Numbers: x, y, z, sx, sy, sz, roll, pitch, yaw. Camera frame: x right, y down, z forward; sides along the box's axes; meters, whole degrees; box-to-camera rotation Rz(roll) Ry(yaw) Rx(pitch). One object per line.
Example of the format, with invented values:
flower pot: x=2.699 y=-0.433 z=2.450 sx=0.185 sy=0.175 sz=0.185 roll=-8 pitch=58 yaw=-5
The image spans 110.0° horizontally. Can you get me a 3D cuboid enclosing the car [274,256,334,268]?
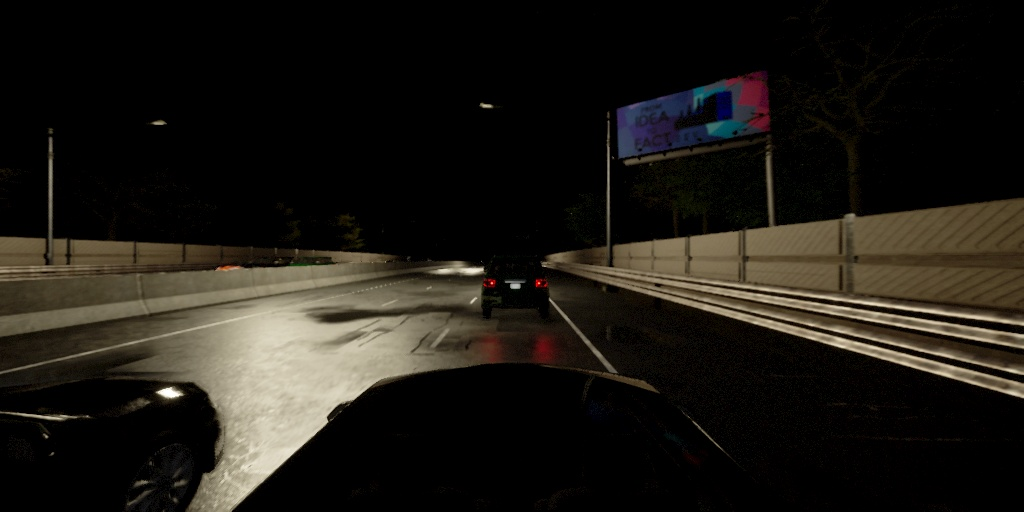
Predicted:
car: x=-17.592 y=1.022 z=31.257 sx=2.150 sy=2.045 sz=5.566 roll=0 pitch=0 yaw=0

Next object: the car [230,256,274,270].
car: x=-21.092 y=1.022 z=31.254 sx=2.150 sy=2.045 sz=5.566 roll=0 pitch=0 yaw=0

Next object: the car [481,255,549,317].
car: x=0.103 y=0.984 z=13.281 sx=2.150 sy=2.045 sz=5.566 roll=0 pitch=0 yaw=0

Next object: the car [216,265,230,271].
car: x=-24.585 y=1.159 z=32.766 sx=2.097 sy=1.767 sz=4.553 roll=0 pitch=0 yaw=0

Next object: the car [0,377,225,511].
car: x=-3.400 y=1.255 z=1.093 sx=1.837 sy=1.490 sz=4.892 roll=0 pitch=0 yaw=0
